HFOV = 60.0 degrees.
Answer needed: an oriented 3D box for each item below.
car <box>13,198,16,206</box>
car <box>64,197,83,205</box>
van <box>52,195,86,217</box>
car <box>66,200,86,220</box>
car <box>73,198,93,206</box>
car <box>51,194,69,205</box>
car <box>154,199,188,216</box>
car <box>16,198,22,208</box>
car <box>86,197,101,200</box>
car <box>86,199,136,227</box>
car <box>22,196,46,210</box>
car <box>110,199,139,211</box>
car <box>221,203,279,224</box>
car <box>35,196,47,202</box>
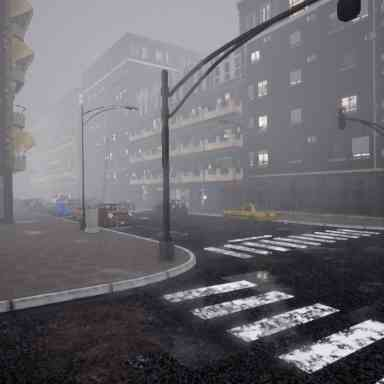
[{"bbox_3d":[-31.600,1.782,59.956,1.887,1.381,4.507,-1,1,-36],"label":"car"},{"bbox_3d":[-21.565,1.645,60.335,2.008,1.369,4.403,-1,1,-36],"label":"car"},{"bbox_3d":[-12.269,1.483,32.957,1.690,1.788,3.998,-1,1,-36],"label":"van"},{"bbox_3d":[-8.945,1.652,28.321,1.752,1.417,4.829,-1,1,-36],"label":"car"},{"bbox_3d":[-18.342,1.644,55.835,1.947,1.339,4.313,-1,1,-36],"label":"car"},{"bbox_3d":[-22.651,1.350,57.395,2.150,2.045,5.566,-1,1,-36],"label":"car"},{"bbox_3d":[-2.233,1.441,33.336,1.967,1.590,4.097,-1,1,-36],"label":"car"},{"bbox_3d":[-25.155,1.770,50.957,1.947,1.339,4.313,-1,1,-36],"label":"car"},{"bbox_3d":[-15.122,1.502,51.334,1.967,1.590,4.097,-1,1,-36],"label":"car"},{"bbox_3d":[-5.824,1.553,23.960,1.967,1.590,4.097,-1,1,-36],"label":"car"},{"bbox_3d":[-21.935,1.628,46.456,1.967,1.590,4.097,-1,1,-36],"label":"car"},{"bbox_3d":[-8.676,1.581,42.336,2.008,1.369,4.403,-1,1,-36],"label":"car"},{"bbox_3d":[4.114,1.498,24.477,1.752,1.417,4.829,-1,1,-36],"label":"car"},{"bbox_3d":[-37.676,1.728,82.832,1.887,1.381,4.507,-1,1,-36],"label":"car"}]
